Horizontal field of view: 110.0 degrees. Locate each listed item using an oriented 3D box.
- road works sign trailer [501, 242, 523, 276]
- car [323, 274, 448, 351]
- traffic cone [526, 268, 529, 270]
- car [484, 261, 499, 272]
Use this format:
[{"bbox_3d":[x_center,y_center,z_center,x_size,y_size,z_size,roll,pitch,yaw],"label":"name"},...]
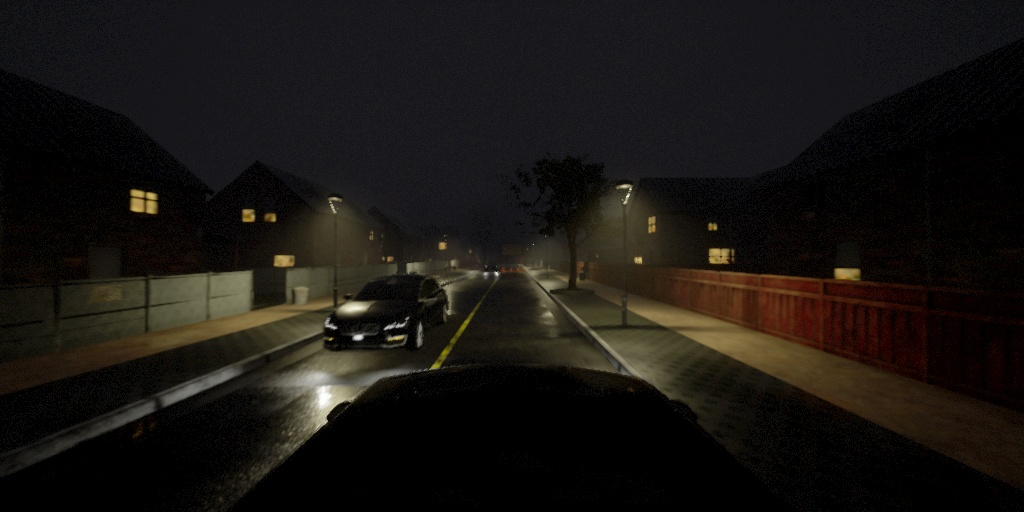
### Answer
[{"bbox_3d":[0.008,0.310,38.306,2.380,3.560,2.880,0,0,0],"label":"road works sign trailer"},{"bbox_3d":[-2.848,1.260,9.071,1.837,1.490,4.892,0,0,0],"label":"car"},{"bbox_3d":[2.002,1.553,51.310,0.340,0.580,0.340,0,0,-7],"label":"traffic cone"},{"bbox_3d":[-2.813,1.420,50.176,1.837,1.490,4.892,0,0,0],"label":"car"}]
